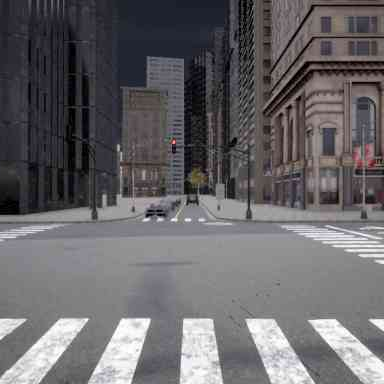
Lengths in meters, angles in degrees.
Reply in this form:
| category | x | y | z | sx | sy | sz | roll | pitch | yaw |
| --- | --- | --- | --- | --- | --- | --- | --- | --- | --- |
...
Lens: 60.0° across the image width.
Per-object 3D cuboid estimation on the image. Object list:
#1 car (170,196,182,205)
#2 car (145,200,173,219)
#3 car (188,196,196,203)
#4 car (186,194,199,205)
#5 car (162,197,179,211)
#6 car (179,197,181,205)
| category | x | y | z | sx | sy | sz | roll | pitch | yaw |
| --- | --- | --- | --- | --- | --- | --- | --- | --- | --- |
| car | -2.995 | 1.598 | 62.738 | 1.882 | 1.535 | 5.008 | 0 | 0 | 0 |
| car | -3.053 | 1.636 | 29.789 | 1.895 | 1.301 | 4.718 | 0 | 0 | 0 |
| car | -0.003 | 1.666 | 75.305 | 1.837 | 1.490 | 4.892 | 0 | 0 | 0 |
| car | 0.106 | 1.333 | 60.035 | 2.150 | 2.045 | 5.566 | 0 | 0 | 0 |
| car | -3.062 | 1.550 | 40.793 | 2.128 | 1.511 | 4.902 | 0 | 0 | 0 |
| car | -3.045 | 1.594 | 52.439 | 1.837 | 1.490 | 4.892 | 0 | 0 | 0 |
